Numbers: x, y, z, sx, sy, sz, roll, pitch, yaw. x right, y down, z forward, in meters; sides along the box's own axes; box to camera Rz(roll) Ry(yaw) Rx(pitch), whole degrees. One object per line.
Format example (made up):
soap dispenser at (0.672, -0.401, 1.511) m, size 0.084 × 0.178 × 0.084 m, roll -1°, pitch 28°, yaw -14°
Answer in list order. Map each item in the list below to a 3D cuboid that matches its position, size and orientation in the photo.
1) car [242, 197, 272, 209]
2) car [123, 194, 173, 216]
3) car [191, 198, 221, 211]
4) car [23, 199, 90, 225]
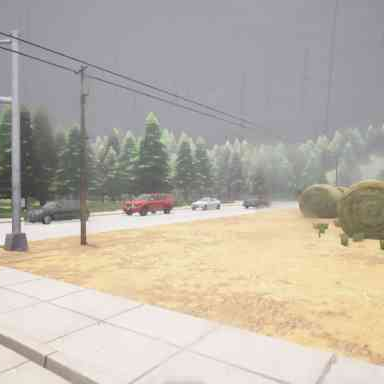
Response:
car at (8.466, 1.411, 43.123) m, size 2.033 × 1.411 × 5.357 m, roll 0°, pitch 0°, yaw 37°
car at (-4.135, 1.180, 32.369) m, size 2.150 × 2.045 × 5.566 m, roll 0°, pitch 0°, yaw 37°
car at (1.778, 1.431, 40.310) m, size 1.812 × 1.442 × 4.674 m, roll 0°, pitch 0°, yaw 37°
car at (-9.918, 1.362, 24.592) m, size 2.097 × 1.767 × 4.553 m, roll 0°, pitch 0°, yaw 37°
